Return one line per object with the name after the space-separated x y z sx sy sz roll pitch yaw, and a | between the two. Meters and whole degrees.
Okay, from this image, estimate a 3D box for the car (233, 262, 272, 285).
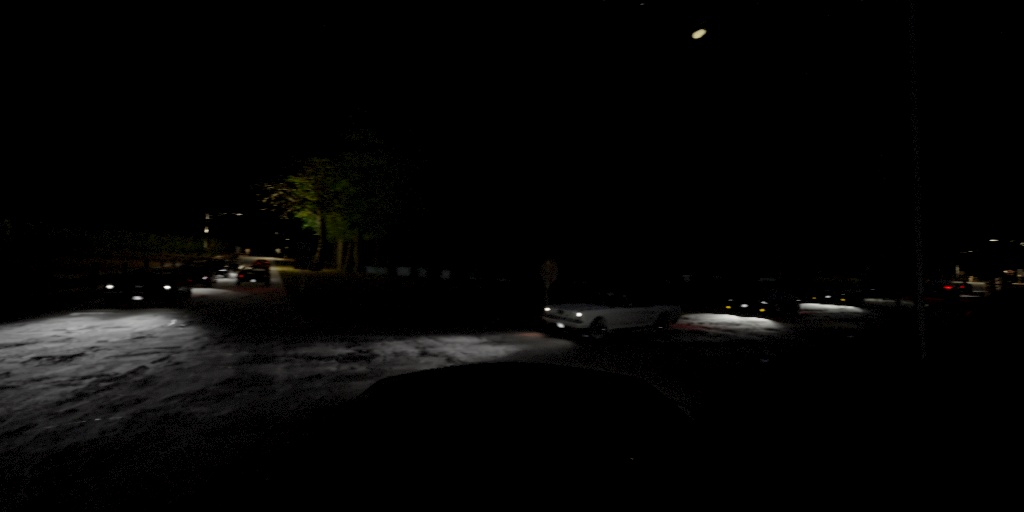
-18.260 1.340 25.481 1.895 1.301 4.718 4 -2 -34 | car

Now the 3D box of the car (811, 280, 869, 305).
22.176 2.522 24.394 4.181 1.385 1.994 2 -2 -34 | car

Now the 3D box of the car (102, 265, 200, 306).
-14.383 1.177 14.473 1.895 1.301 4.718 4 -2 -34 | car

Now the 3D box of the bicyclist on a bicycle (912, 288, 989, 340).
14.672 1.920 12.068 0.582 1.620 1.656 3 -2 -34 | bicyclist on a bicycle

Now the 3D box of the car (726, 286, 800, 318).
12.466 2.199 17.803 4.181 1.385 1.994 2 -3 -34 | car

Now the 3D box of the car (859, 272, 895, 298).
31.868 2.448 30.943 5.566 2.045 2.150 2 -2 -34 | car

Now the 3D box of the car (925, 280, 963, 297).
36.505 2.766 30.591 4.674 1.442 1.812 2 -2 -34 | car

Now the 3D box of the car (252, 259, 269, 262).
-32.146 1.073 46.095 1.882 1.535 5.008 4 -2 -34 | car

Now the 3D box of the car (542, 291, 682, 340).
3.300 1.814 11.683 4.718 1.301 1.895 3 -3 -32 | car

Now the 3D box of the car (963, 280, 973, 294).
44.921 3.061 36.317 4.718 1.301 1.895 1 -2 -33 | car

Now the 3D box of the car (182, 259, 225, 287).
-19.853 1.110 22.591 2.033 1.411 5.357 4 -2 -34 | car

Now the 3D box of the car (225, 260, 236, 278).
-25.339 1.028 30.759 1.837 1.490 4.892 4 -2 -34 | car

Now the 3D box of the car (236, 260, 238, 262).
-30.952 1.066 39.112 1.895 1.301 4.718 4 -2 -34 | car
